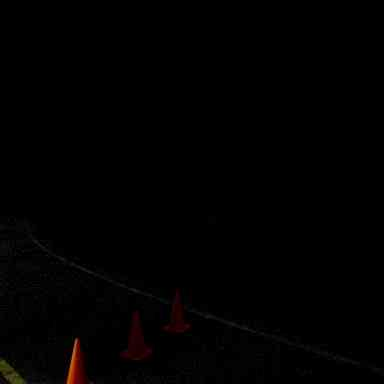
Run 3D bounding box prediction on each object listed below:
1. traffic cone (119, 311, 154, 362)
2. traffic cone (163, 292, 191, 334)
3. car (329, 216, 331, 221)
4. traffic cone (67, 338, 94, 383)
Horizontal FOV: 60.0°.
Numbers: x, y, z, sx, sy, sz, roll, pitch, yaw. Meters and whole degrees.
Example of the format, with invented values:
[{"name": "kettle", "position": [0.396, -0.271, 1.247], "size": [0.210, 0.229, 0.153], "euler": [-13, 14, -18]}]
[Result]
[{"name": "traffic cone", "position": [-0.764, 1.938, 4.590], "size": [0.340, 0.580, 0.340], "euler": [1, 1, 31]}, {"name": "traffic cone", "position": [-0.245, 1.931, 5.441], "size": [0.340, 0.580, 0.340], "euler": [1, 1, 31]}, {"name": "car", "position": [35.612, 6.632, 82.737], "size": [1.851, 1.617, 3.988], "euler": [-4, -3, 4]}, {"name": "traffic cone", "position": [-1.283, 1.945, 3.740], "size": [0.340, 0.580, 0.340], "euler": [1, 1, 31]}]
